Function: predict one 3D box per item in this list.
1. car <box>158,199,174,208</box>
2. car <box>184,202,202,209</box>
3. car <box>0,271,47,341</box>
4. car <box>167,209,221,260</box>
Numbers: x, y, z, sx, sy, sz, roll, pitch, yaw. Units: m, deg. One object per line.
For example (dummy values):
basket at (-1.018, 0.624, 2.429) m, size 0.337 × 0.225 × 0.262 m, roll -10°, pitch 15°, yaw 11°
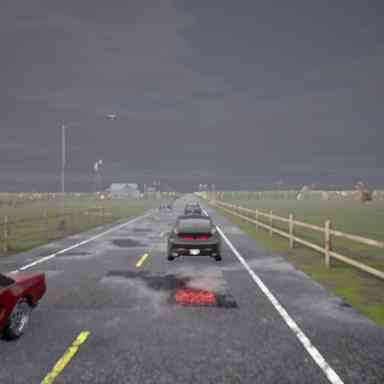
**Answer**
car at (-3.500, 1.721, 45.433) m, size 1.837 × 1.490 × 4.892 m, roll 0°, pitch -1°, yaw 0°
car at (0.099, 1.930, 38.970) m, size 2.128 × 1.511 × 4.902 m, roll 0°, pitch 0°, yaw 0°
car at (-3.599, 1.648, 3.880) m, size 1.895 × 1.301 × 4.718 m, roll 0°, pitch -1°, yaw 0°
car at (0.092, 1.659, 13.036) m, size 1.837 × 1.490 × 4.892 m, roll 0°, pitch 0°, yaw 0°
